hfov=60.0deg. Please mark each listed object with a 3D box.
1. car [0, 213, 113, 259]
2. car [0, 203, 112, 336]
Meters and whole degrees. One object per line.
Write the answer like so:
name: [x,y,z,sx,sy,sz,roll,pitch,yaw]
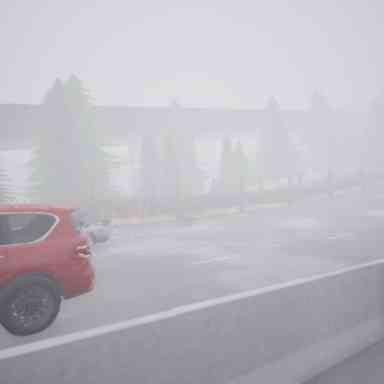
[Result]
car: [-5.669,1.594,12.798,4.718,1.301,1.895,0,0,-35]
car: [-4.360,1.223,5.158,5.566,2.045,2.150,0,0,-35]
